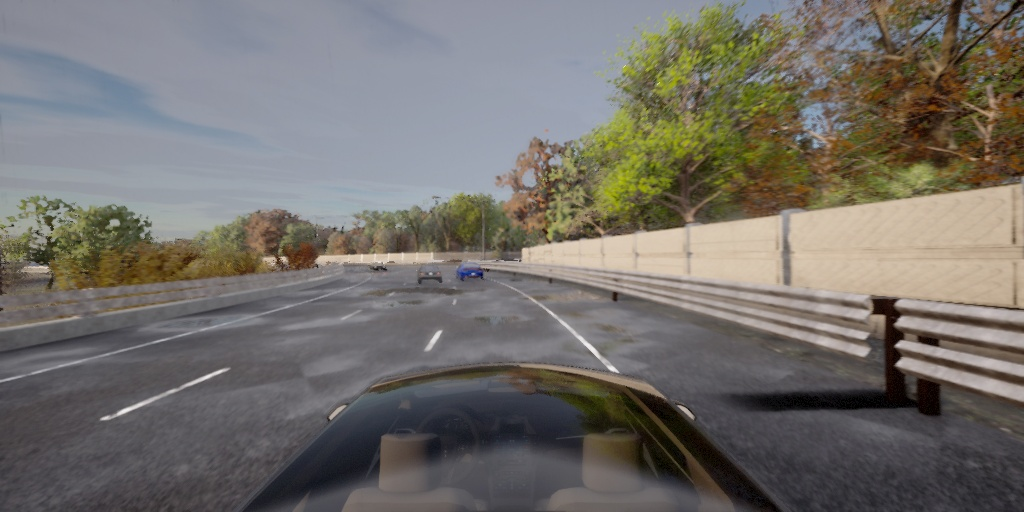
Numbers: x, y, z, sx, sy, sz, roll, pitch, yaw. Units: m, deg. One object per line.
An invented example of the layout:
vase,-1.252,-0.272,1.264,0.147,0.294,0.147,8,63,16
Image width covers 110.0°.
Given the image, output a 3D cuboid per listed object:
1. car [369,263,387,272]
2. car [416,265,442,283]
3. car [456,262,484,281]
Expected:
car,-20.347,1.700,54.227,1.895,1.301,4.718,-1,0,-29
car,-6.791,1.413,29.470,2.033,1.411,5.357,-1,0,-16
car,-3.679,1.290,30.805,1.882,1.535,5.008,-1,0,-14
